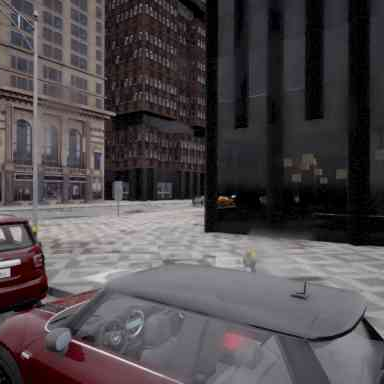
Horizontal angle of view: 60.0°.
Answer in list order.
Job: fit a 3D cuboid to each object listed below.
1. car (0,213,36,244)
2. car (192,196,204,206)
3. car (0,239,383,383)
[{"bbox_3d":[-4.815,1.315,6.392,5.009,1.841,2.192,0,0,35],"label":"car"},{"bbox_3d":[1.938,1.375,52.070,2.128,1.511,4.902,0,0,36],"label":"car"},{"bbox_3d":[-0.253,1.440,3.140,4.097,1.590,1.967,0,0,35],"label":"car"}]
